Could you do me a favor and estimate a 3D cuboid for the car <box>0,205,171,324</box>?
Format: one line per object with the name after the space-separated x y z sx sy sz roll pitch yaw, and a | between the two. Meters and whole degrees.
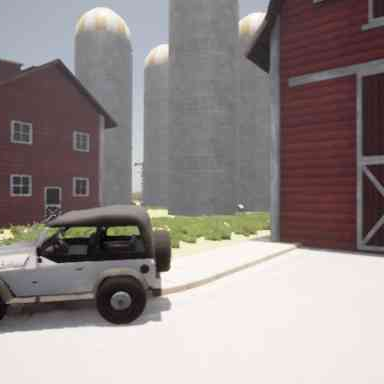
-2.329 1.274 6.353 3.866 1.878 1.905 -2 5 -7 | car
